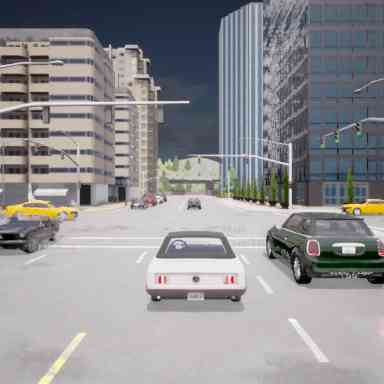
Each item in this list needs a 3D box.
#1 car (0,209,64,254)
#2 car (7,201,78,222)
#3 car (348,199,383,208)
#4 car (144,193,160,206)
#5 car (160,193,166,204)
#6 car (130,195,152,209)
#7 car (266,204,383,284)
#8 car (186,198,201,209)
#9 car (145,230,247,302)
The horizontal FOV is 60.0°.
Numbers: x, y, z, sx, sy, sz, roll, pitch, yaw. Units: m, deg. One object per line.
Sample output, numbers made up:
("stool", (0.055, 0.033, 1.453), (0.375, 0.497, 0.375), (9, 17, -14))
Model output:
("car", (-6.912, 1.603, 13.587), (1.895, 1.301, 4.718), (0, 0, -8))
("car", (-11.306, 1.442, 25.312), (5.008, 1.535, 1.882), (1, 0, -9))
("car", (16.870, 1.425, 31.603), (5.008, 1.535, 1.882), (0, 0, 1))
("car", (-7.000, 1.228, 54.253), (2.150, 2.045, 5.566), (0, 0, 0))
("car", (-6.930, 1.228, 64.729), (2.150, 2.045, 5.566), (0, 0, 2))
("car", (-7.023, 1.496, 44.681), (2.128, 1.511, 4.902), (0, 0, 0))
("car", (3.598, 1.353, 9.730), (2.097, 1.767, 4.553), (0, 0, 0))
("car", (0.234, 1.552, 45.810), (2.033, 1.411, 5.357), (0, 0, -1))
("car", (0.089, 1.602, 8.241), (1.895, 1.301, 4.718), (0, 0, 0))
